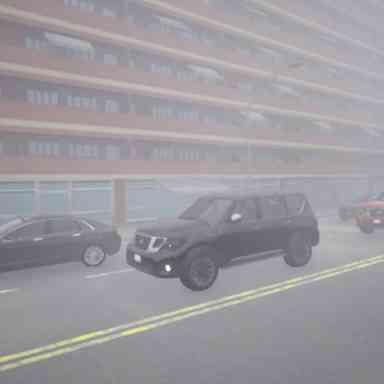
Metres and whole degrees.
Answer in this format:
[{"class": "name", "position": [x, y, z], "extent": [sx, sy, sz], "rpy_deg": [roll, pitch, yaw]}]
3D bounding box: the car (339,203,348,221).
[{"class": "car", "position": [10.724, 0.874, 19.708], "extent": [5.008, 1.535, 1.882], "rpy_deg": [-2, 1, -34]}]

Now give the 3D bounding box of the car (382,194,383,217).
[{"class": "car", "position": [15.362, 0.661, 22.745], "extent": [4.902, 1.511, 2.128], "rpy_deg": [-7, 4, -34]}]

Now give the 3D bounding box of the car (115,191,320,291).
[{"class": "car", "position": [1.071, 1.034, 8.929], "extent": [5.566, 2.045, 2.150], "rpy_deg": [-2, 1, -34]}]

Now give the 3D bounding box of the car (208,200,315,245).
[{"class": "car", "position": [3.136, 1.188, 14.548], "extent": [4.674, 1.442, 1.812], "rpy_deg": [-2, 1, -34]}]

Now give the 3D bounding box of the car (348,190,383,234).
[{"class": "car", "position": [9.601, 0.735, 14.720], "extent": [5.566, 2.045, 2.150], "rpy_deg": [-2, 1, -34]}]

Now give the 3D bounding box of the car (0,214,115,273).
[{"class": "car", "position": [-4.445, 1.433, 9.413], "extent": [4.892, 1.490, 1.837], "rpy_deg": [-2, 1, -34]}]
